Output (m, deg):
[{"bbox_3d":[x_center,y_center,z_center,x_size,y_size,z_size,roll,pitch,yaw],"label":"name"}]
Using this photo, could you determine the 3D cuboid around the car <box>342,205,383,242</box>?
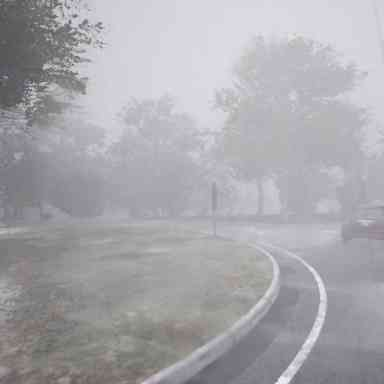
[{"bbox_3d":[8.961,1.422,16.127,2.097,1.767,4.553,-1,0,41],"label":"car"}]
